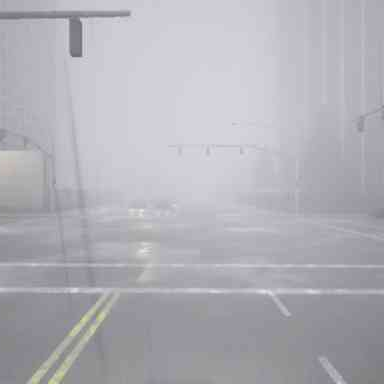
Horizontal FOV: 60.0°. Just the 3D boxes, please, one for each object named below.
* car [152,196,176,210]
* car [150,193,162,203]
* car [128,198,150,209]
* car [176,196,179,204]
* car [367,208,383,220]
[{"bbox_3d":[-3.599,1.505,43.109,2.033,1.411,5.357,0,0,0],"label":"car"},{"bbox_3d":[-7.010,1.479,62.313,1.812,1.442,4.674,0,0,0],"label":"car"},{"bbox_3d":[-7.094,1.520,43.871,1.994,1.385,4.181,0,0,0],"label":"car"},{"bbox_3d":[-3.511,1.439,62.294,2.128,1.511,4.902,0,0,0],"label":"car"},{"bbox_3d":[15.787,1.521,24.803,4.718,1.301,1.895,0,0,0],"label":"car"}]
